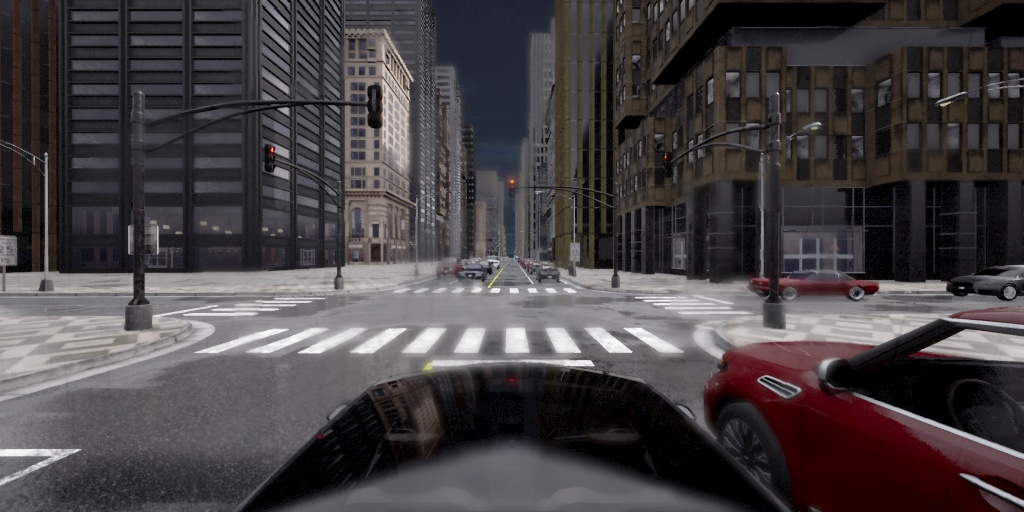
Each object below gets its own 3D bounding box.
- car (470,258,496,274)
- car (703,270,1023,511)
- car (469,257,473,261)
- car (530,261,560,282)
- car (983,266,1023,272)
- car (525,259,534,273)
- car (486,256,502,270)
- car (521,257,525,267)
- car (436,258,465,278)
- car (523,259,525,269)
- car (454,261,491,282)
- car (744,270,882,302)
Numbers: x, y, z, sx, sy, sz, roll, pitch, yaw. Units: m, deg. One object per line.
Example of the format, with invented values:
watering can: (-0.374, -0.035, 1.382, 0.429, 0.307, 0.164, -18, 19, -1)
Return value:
car: (-3.078, 1.231, 38.889, 1.882, 1.535, 5.008, 0, 0, 0)
car: (2.762, 1.065, 1.202, 2.192, 1.841, 5.009, 0, 0, 0)
car: (-5.743, 1.193, 39.452, 1.967, 1.591, 4.097, 0, 0, 0)
car: (2.776, 1.302, 28.175, 2.007, 1.370, 4.403, 0, 0, 0)
car: (22.961, 1.197, 16.388, 4.892, 1.490, 1.837, 0, 0, 0)
car: (2.782, 1.304, 39.456, 2.007, 1.370, 4.403, 0, 0, 0)
car: (-3.044, 0.981, 54.631, 2.150, 2.045, 5.566, 0, 0, 0)
car: (2.790, 1.199, 56.378, 1.967, 1.591, 4.097, 0, 0, 0)
car: (-5.746, 1.067, 33.810, 2.192, 1.841, 5.009, 0, 0, 0)
car: (2.785, 1.300, 45.097, 1.888, 1.381, 4.507, 0, 0, 0)
car: (-3.083, 1.315, 28.812, 1.994, 1.385, 4.181, 0, 0, 1)
car: (13.527, 1.314, 16.346, 4.718, 1.301, 1.895, 0, 0, 0)
